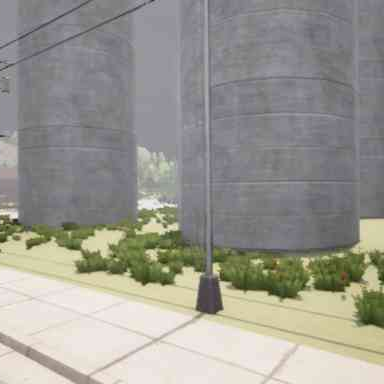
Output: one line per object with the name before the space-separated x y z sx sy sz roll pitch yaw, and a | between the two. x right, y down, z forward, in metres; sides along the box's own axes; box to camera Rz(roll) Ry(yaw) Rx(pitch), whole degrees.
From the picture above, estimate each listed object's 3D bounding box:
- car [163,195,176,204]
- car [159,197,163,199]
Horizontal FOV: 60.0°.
car | -3.256 1.535 67.531 3.866 1.878 1.905 -1 0 36
car | -7.061 1.827 85.335 3.905 1.438 1.784 -1 0 36
